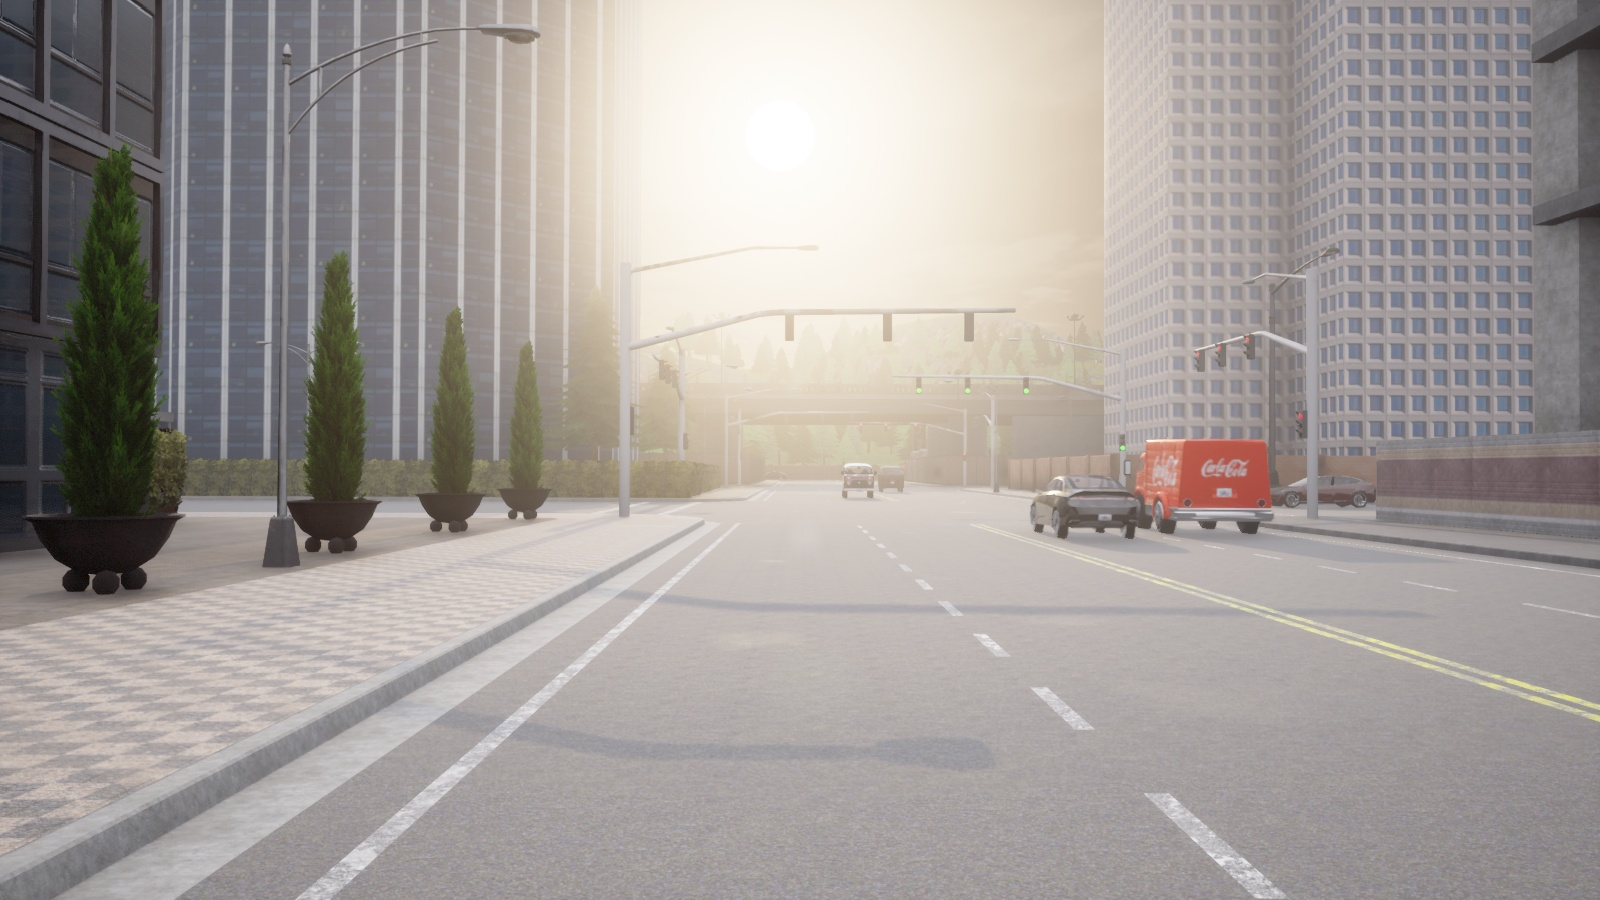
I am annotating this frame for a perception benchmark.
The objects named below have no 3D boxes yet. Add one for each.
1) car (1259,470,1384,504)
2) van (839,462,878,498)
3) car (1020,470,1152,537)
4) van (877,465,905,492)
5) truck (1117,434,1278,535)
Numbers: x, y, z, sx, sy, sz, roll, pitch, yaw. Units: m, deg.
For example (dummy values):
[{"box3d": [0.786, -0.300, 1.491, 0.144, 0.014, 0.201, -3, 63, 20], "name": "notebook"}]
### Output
[{"box3d": [23.678, 1.676, 57.119, 4.792, 1.488, 2.163, 0, -1, 0], "name": "car"}, {"box3d": [3.382, 1.758, 73.672, 2.069, 2.038, 4.480, 0, -1, 0], "name": "van"}, {"box3d": [6.951, 1.264, 31.089, 2.128, 1.511, 4.902, 0, -1, 0], "name": "car"}, {"box3d": [6.849, 2.127, 94.728, 1.775, 1.987, 4.442, 0, -1, 0], "name": "van"}, {"box3d": [10.448, 0.860, 33.511, 2.627, 2.467, 5.204, 0, 0, 0], "name": "truck"}]
